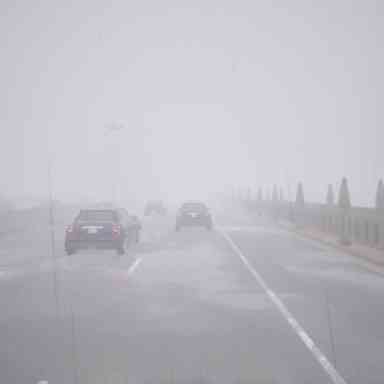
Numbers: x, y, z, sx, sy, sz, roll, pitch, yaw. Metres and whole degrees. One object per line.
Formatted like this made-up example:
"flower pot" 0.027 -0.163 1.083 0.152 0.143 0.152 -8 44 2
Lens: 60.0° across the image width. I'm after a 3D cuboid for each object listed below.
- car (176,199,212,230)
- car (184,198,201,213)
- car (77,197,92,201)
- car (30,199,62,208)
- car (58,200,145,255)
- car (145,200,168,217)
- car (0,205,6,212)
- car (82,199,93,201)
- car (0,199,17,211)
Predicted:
"car" 0.090 1.367 21.069 2.097 1.767 4.553 0 0 0
"car" 0.069 1.512 38.899 1.882 1.535 5.008 0 0 0
"car" -17.527 1.555 54.533 2.128 1.511 4.902 0 0 0
"car" -14.087 1.505 32.677 1.882 1.535 5.008 0 0 0
"car" -3.407 1.359 13.531 2.097 1.767 4.553 0 0 0
"car" -3.417 1.531 31.724 1.837 1.490 4.892 0 0 0
"car" -6.905 1.356 8.059 2.097 1.767 4.553 0 0 0
"car" -6.913 1.525 26.181 1.837 1.490 4.892 0 0 0
"car" -21.074 1.538 36.394 1.837 1.490 4.892 0 -1 0
